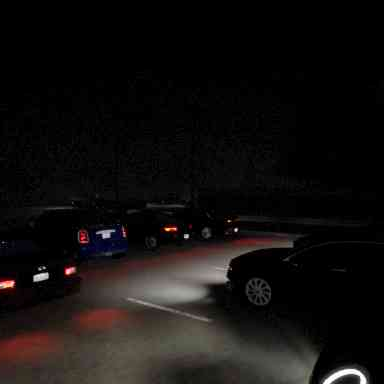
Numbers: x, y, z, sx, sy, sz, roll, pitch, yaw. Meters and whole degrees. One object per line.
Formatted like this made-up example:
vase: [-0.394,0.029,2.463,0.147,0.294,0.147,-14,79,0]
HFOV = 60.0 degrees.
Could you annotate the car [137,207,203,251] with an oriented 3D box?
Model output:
car: [-2.078,1.526,14.085,4.674,1.442,1.812,0,0,36]

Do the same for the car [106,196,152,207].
car: [-7.774,1.492,41.370,2.128,1.511,4.902,0,0,36]

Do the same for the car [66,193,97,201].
car: [-17.102,1.220,52.328,2.150,2.045,5.566,0,0,36]

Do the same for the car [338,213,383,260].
car: [8.008,1.547,11.173,5.357,1.411,2.033,0,0,36]

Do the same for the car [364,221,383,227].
car: [5.088,1.526,8.954,4.674,1.442,1.812,0,0,36]

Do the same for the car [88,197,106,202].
car: [-10.620,1.601,43.407,1.895,1.301,4.718,0,0,36]

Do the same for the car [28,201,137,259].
car: [-4.340,1.352,11.396,4.553,1.767,2.097,0,0,36]

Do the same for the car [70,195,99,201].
car: [-13.429,1.547,45.493,2.033,1.411,5.357,0,0,36]

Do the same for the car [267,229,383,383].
car: [3.005,1.352,1.845,4.553,1.767,2.097,0,0,36]

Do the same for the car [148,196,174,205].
car: [-5.725,1.492,61.995,2.128,1.511,4.902,0,0,36]

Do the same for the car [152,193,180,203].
car: [-4.137,1.221,58.254,2.150,2.045,5.566,0,0,36]

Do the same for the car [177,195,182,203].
car: [-0.009,1.601,57.989,1.895,1.301,4.718,0,0,36]

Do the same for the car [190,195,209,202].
car: [1.765,1.500,77.798,1.837,1.490,4.892,0,0,41]

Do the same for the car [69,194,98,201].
car: [-15.016,1.492,49.264,2.128,1.511,4.902,0,0,36]

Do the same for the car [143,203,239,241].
car: [0.084,1.505,16.837,4.892,1.490,1.837,0,0,36]

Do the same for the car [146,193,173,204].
car: [-6.528,1.221,66.760,2.150,2.045,5.566,0,0,37]

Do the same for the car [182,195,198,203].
car: [1.006,1.352,53.440,2.097,1.767,4.553,0,0,36]

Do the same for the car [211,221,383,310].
car: [2.969,1.505,6.177,4.892,1.490,1.837,0,0,36]

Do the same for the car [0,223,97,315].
car: [-4.694,1.547,7.336,5.357,1.411,2.033,0,0,36]
